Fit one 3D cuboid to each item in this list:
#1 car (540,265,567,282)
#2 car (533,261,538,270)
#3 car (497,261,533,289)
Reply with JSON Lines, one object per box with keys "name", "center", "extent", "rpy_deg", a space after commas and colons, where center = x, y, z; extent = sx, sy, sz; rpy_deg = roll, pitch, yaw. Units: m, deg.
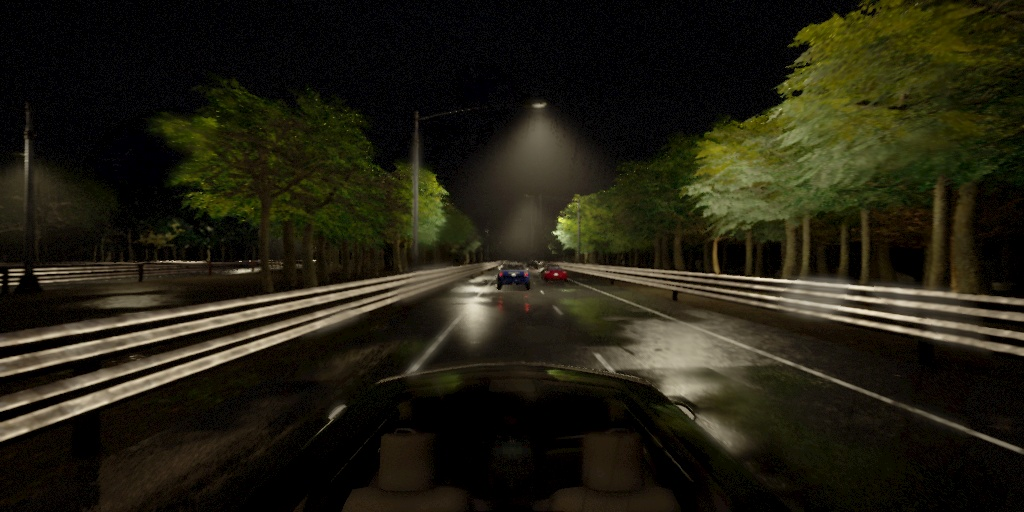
{"name": "car", "center": [3.612, 1.487, 31.353], "extent": [1.994, 1.385, 4.181], "rpy_deg": [0, 0, 0]}
{"name": "car", "center": [3.625, 1.653, 64.647], "extent": [1.837, 1.490, 4.892], "rpy_deg": [0, -1, 0]}
{"name": "car", "center": [0.108, 1.232, 24.712], "extent": [2.097, 1.767, 4.553], "rpy_deg": [0, 0, 0]}
